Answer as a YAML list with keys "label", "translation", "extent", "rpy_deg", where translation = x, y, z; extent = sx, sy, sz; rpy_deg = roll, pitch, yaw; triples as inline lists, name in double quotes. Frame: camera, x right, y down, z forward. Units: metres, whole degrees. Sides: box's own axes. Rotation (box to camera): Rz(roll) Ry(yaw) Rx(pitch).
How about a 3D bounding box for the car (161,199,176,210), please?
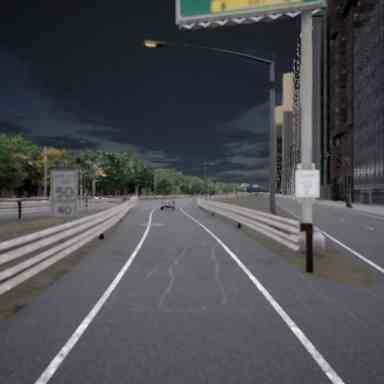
- label: "car"
  translation: [-3.026, 1.564, 42.340]
  extent: [2.033, 1.411, 5.357]
  rpy_deg: [0, 0, -3]
